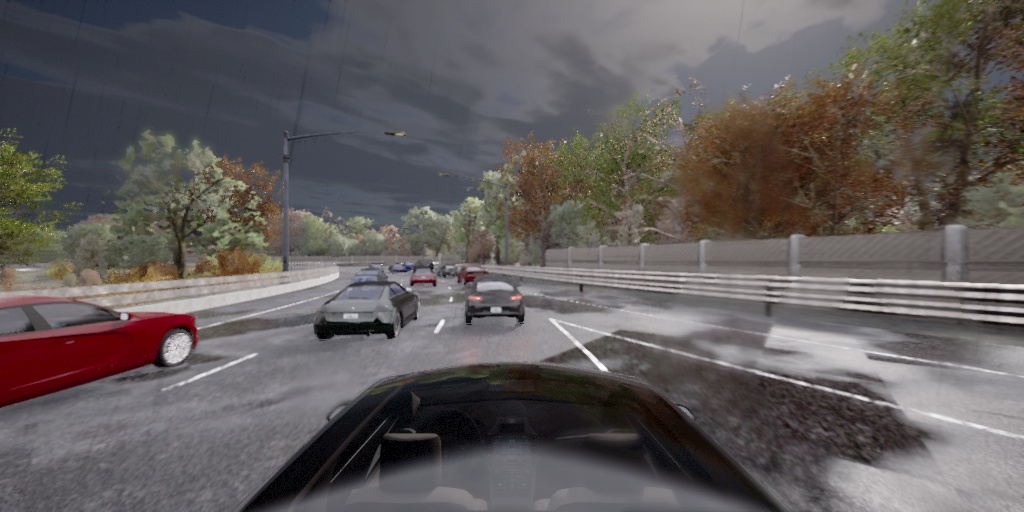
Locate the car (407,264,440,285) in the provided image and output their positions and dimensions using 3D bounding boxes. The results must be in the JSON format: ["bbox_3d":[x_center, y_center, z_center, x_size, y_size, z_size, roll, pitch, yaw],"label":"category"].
[{"bbox_3d":[-7.120,1.599,28.765,1.994,1.385,4.181,0,-1,-15],"label":"car"}]

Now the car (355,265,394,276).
[{"bbox_3d":[-9.585,1.551,24.427,2.033,1.411,5.357,0,-1,-13],"label":"car"}]

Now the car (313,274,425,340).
[{"bbox_3d":[-3.964,1.412,10.460,1.994,1.385,4.181,0,-1,-5],"label":"car"}]

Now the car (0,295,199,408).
[{"bbox_3d":[-7.095,1.288,5.039,1.882,1.535,5.008,0,-1,-2],"label":"car"}]

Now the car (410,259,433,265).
[{"bbox_3d":[-13.434,1.527,54.429,2.150,2.045,5.566,0,0,-27],"label":"car"}]

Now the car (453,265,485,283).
[{"bbox_3d":[-3.178,1.495,28.560,1.882,1.535,5.008,0,-1,-18],"label":"car"}]

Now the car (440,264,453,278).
[{"bbox_3d":[-7.075,1.668,40.250,1.812,1.442,4.674,0,0,-20],"label":"car"}]

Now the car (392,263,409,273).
[{"bbox_3d":[-17.853,1.895,55.436,1.994,1.385,4.181,0,-1,-29],"label":"car"}]

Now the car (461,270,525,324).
[{"bbox_3d":[-0.638,1.379,12.375,1.812,1.442,4.674,0,-1,-5],"label":"car"}]

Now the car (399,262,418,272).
[{"bbox_3d":[-17.889,1.870,61.968,1.882,1.535,5.008,0,0,-32],"label":"car"}]
